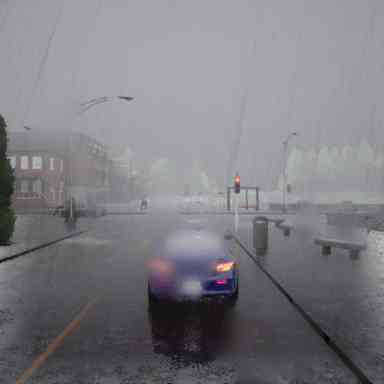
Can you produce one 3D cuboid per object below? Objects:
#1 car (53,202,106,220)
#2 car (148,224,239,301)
[{"bbox_3d":[-9.403,1.564,28.029,4.181,1.385,1.994,0,0,0],"label":"car"},{"bbox_3d":[0.041,1.526,8.225,1.812,1.442,4.674,0,0,1],"label":"car"}]
